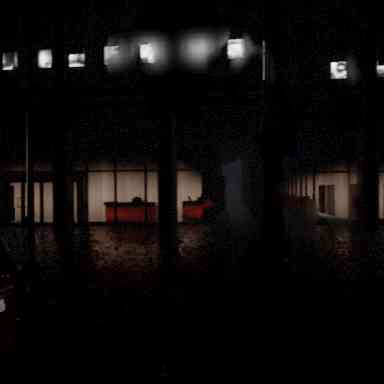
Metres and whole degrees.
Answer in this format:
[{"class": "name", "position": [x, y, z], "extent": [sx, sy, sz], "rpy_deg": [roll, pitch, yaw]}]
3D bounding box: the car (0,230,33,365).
[{"class": "car", "position": [-4.439, 1.352, 3.789], "extent": [5.009, 1.841, 2.192], "rpy_deg": [-1, 1, 6]}]
